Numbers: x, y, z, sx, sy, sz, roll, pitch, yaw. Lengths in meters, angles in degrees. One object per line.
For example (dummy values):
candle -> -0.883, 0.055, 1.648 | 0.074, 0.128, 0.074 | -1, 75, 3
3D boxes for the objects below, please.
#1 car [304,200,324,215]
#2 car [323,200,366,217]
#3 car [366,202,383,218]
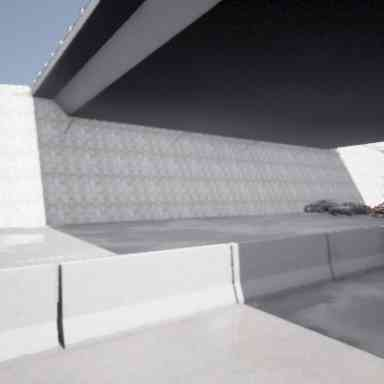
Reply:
car -> 13.928, 1.578, 35.311 | 4.902, 1.511, 2.128 | 0, 0, -35
car -> 15.348, 1.635, 32.035 | 5.357, 1.411, 2.033 | 0, 0, -35
car -> 17.901, 1.446, 29.549 | 4.553, 1.767, 2.097 | 0, 0, -35
